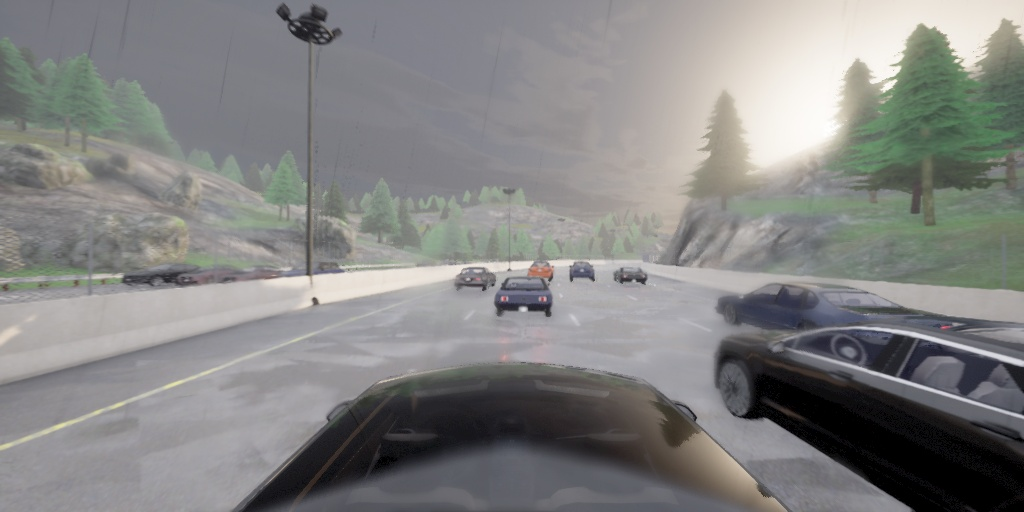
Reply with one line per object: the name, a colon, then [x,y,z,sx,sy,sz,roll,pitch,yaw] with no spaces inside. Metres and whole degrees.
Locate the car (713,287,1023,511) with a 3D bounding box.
car: [3.663,1.264,2.996,2.128,1.511,4.902,0,0,1]

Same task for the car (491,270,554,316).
car: [0.509,1.397,13.544,1.895,1.301,4.718,0,0,4]

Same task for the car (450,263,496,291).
car: [-2.198,1.365,22.679,2.033,1.411,5.357,0,0,6]

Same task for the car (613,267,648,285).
car: [9.052,1.487,27.847,1.895,1.301,4.718,0,0,8]

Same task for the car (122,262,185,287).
car: [-23.258,1.209,24.464,1.882,1.535,5.008,0,0,6]

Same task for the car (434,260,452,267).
car: [-11.413,1.430,64.091,1.837,1.490,4.892,0,0,17]

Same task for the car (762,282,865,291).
car: [7.255,1.356,8.905,2.033,1.411,5.357,0,0,3]

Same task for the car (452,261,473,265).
car: [-8.102,1.540,62.955,1.895,1.301,4.718,0,0,17]

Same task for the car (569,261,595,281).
car: [6.252,1.241,32.269,2.097,1.767,4.553,0,0,9]

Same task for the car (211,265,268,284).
car: [-16.364,1.321,23.086,1.994,1.385,4.181,0,0,6]

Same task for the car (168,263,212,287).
car: [-19.784,1.309,24.001,1.994,1.385,4.181,0,0,6]

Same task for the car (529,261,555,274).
car: [2.702,1.226,32.271,2.097,1.767,4.553,0,0,9]

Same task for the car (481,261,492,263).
car: [-4.370,1.520,63.213,1.994,1.385,4.181,0,0,18]

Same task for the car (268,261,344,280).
car: [-12.840,1.124,23.109,2.097,1.767,4.553,0,0,6]
